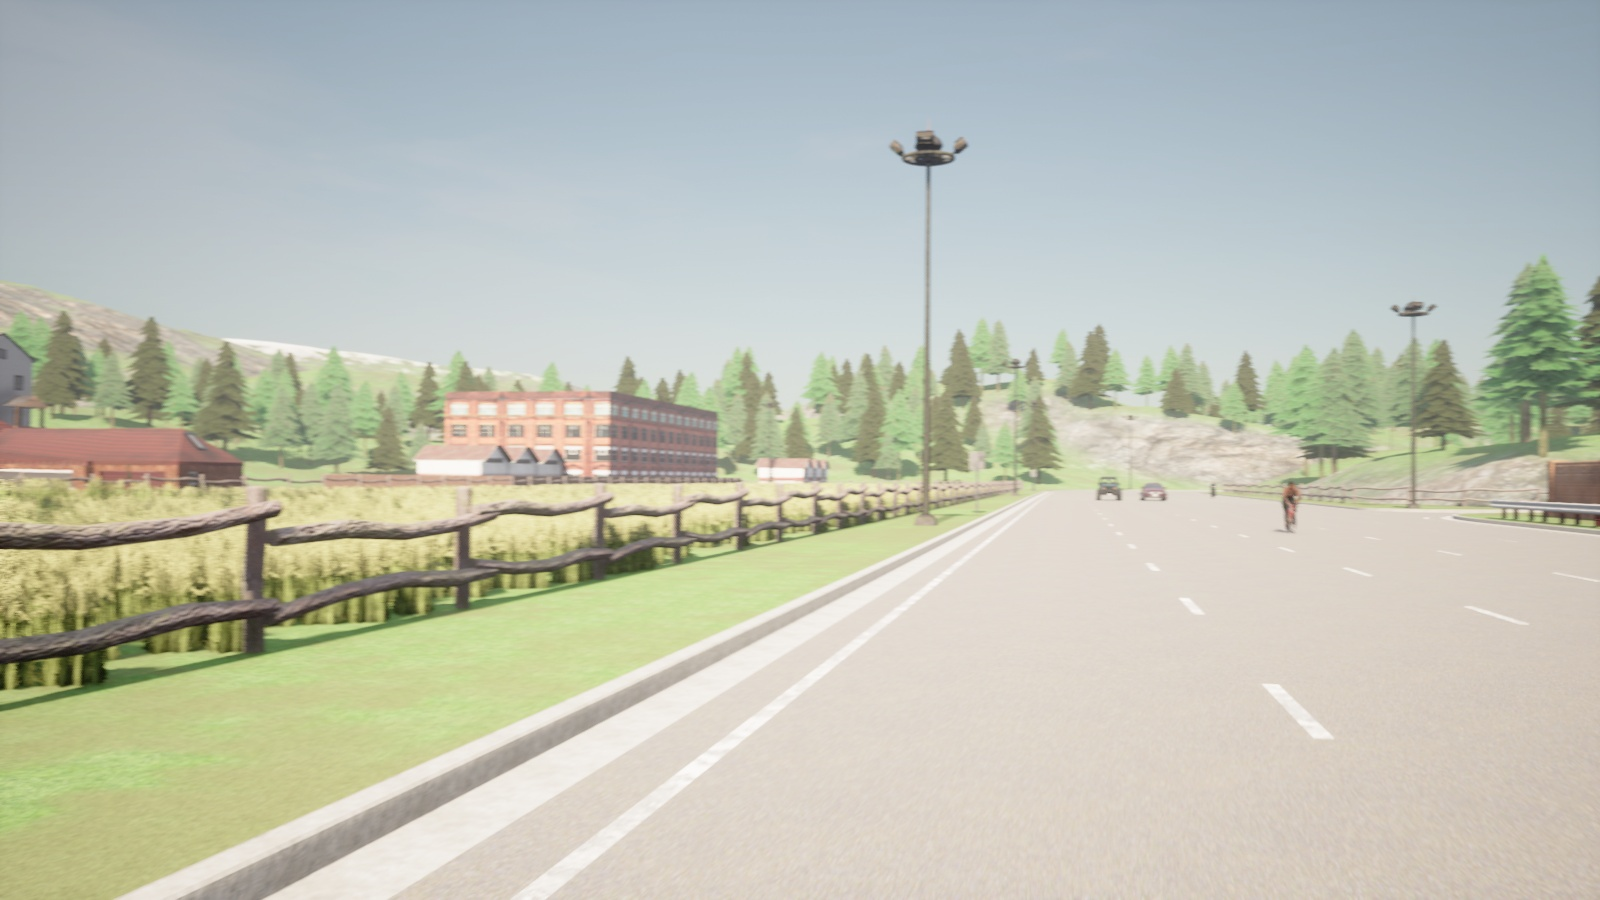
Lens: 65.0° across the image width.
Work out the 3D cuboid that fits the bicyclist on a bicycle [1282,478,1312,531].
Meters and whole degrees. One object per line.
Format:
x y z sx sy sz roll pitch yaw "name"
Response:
15.361 1.667 38.842 0.582 1.620 1.656 0 -1 12 "bicyclist on a bicycle"
